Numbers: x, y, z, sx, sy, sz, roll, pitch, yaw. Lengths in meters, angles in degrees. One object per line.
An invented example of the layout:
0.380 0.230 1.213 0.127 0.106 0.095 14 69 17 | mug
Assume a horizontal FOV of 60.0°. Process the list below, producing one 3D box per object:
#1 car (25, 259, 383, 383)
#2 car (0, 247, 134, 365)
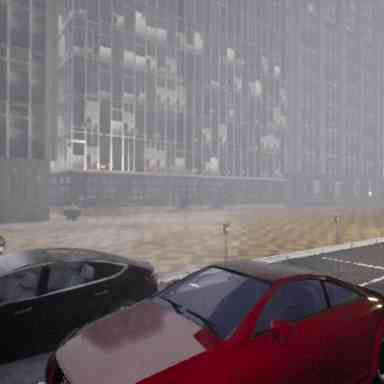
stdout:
0.602 1.560 3.805 4.181 1.385 1.994 0 0 -35 | car
-2.516 1.565 4.755 4.313 1.339 1.947 0 1 -35 | car
